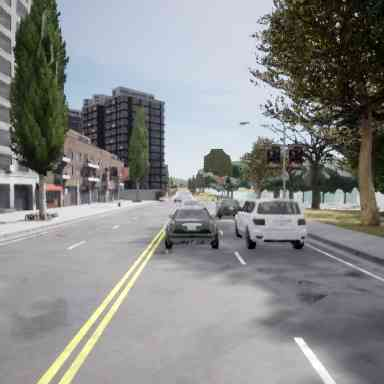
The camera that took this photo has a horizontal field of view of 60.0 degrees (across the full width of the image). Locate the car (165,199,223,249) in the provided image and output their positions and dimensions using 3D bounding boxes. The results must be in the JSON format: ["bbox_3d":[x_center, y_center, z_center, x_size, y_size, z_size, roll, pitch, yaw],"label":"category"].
[{"bbox_3d":[-0.001,1.369,14.622,2.097,1.767,4.553,0,0,0],"label":"car"}]

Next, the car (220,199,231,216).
[{"bbox_3d":[3.249,1.393,29.625,2.097,1.767,4.553,0,0,0],"label":"car"}]

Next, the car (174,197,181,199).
[{"bbox_3d":[-3.251,1.794,75.942,2.033,1.411,5.357,0,-1,0],"label":"car"}]

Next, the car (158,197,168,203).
[{"bbox_3d":[-6.501,1.778,75.943,1.812,1.442,4.674,0,-1,0],"label":"car"}]

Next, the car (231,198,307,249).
[{"bbox_3d":[3.249,1.261,14.682,2.150,2.045,5.566,0,0,0],"label":"car"}]
